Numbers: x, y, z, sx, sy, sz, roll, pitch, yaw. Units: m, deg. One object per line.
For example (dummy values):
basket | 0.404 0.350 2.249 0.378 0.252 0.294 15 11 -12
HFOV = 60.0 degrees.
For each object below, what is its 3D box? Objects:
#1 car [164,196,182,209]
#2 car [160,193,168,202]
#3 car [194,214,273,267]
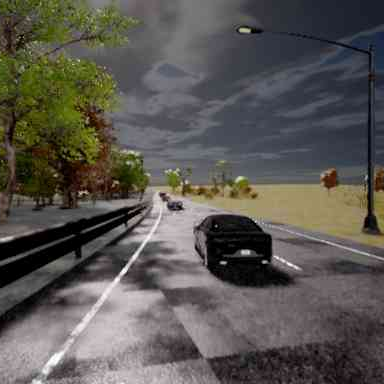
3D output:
car | -2.394 1.582 44.774 1.895 1.301 4.718 0 0 -6
car | -5.865 1.488 77.128 1.994 1.385 4.181 0 0 -6
car | 1.185 1.497 11.463 1.882 1.535 5.008 0 0 -6
